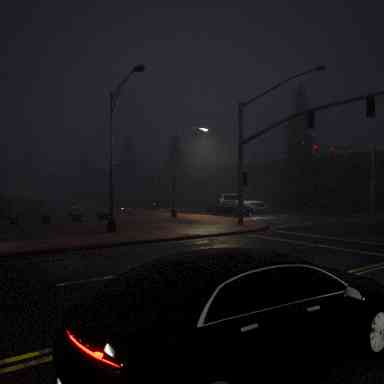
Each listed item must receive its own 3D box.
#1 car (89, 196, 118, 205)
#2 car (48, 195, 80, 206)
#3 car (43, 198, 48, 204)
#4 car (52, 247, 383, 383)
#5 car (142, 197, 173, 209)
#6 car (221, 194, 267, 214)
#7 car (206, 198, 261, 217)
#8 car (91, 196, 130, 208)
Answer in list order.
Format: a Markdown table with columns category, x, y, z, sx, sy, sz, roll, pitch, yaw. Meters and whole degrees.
| category | x | y | z | sx | sy | sz | roll | pitch | yaw |
| --- | --- | --- | --- | --- | --- | --- | --- | --- | --- |
| car | -16.285 | 1.480 | 61.330 | 5.008 | 1.535 | 1.882 | 0 | 0 | 21 |
| car | -21.149 | 1.563 | 55.772 | 4.674 | 1.442 | 1.812 | 0 | 0 | 16 |
| car | -26.244 | 1.354 | 63.797 | 4.553 | 1.767 | 2.097 | 0 | 0 | 9 |
| car | 0.812 | 1.505 | 4.377 | 4.892 | 1.490 | 1.837 | 0 | 0 | -35 |
| car | -4.873 | 1.480 | 46.534 | 5.008 | 1.535 | 1.882 | 0 | 0 | 40 |
| car | 5.199 | 1.218 | 34.839 | 2.150 | 2.045 | 5.566 | 0 | 1 | -37 |
| car | 3.547 | 1.550 | 31.221 | 2.033 | 1.411 | 5.357 | 0 | 0 | -36 |
| car | -11.262 | 1.549 | 47.132 | 5.357 | 1.411 | 2.033 | 0 | 0 | 33 |
